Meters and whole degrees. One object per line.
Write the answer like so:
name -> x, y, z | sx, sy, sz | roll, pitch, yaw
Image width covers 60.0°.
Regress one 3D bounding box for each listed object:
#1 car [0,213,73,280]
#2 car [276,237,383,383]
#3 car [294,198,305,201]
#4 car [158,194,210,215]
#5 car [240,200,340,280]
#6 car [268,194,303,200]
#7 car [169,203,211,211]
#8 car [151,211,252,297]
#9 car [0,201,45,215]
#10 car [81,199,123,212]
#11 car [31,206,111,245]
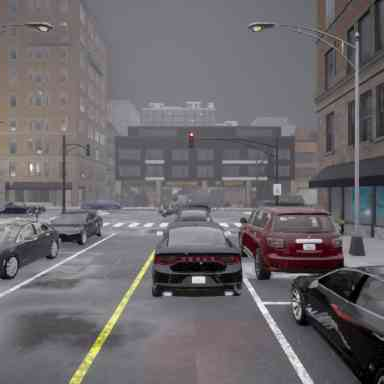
car -> -5.400, 1.550, 9.831 | 2.008, 1.369, 4.403 | 0, 0, 0
car -> 2.631, 1.566, 4.178 | 1.947, 1.339, 4.313 | 0, 0, 0
car -> 13.795, 1.623, 34.600 | 5.357, 1.411, 2.033 | 0, 0, 0
car -> -0.542, 1.226, 29.129 | 2.150, 2.045, 5.566 | -1, -1, 37
car -> 2.625, 1.314, 9.840 | 2.192, 1.841, 5.009 | 0, 0, 0
car -> 10.038, 1.278, 37.831 | 5.566, 2.045, 2.150 | 0, 0, 0
car -> 0.062, 1.504, 16.162 | 1.837, 1.490, 4.892 | 0, 0, 0
car -> 0.064, 1.477, 8.642 | 1.882, 1.535, 5.008 | 0, 0, -1
car -> -16.201, 1.529, 30.979 | 4.718, 1.301, 1.895 | 0, 0, 0
car -> -10.203, 1.482, 37.727 | 4.674, 1.442, 1.812 | 0, 0, 0
car -> -5.406, 1.565, 15.493 | 1.947, 1.339, 4.313 | 0, 0, 0
